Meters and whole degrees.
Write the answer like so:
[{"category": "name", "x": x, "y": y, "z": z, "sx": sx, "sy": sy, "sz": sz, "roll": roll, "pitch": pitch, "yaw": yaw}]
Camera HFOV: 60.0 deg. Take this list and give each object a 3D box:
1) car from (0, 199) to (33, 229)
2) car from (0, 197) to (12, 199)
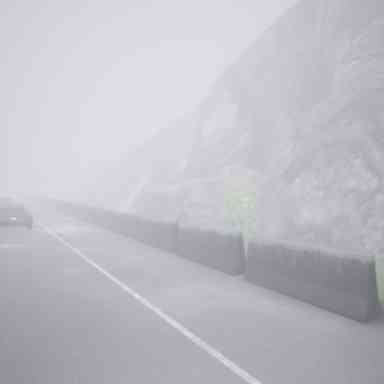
[{"category": "car", "x": -10.321, "y": 1.330, "z": 19.056, "sx": 1.994, "sy": 1.385, "sz": 4.181, "roll": 1, "pitch": 0, "yaw": -31}, {"category": "car", "x": -17.329, "y": 1.150, "z": 30.631, "sx": 2.033, "sy": 1.411, "sz": 5.357, "roll": 1, "pitch": 0, "yaw": -31}]
